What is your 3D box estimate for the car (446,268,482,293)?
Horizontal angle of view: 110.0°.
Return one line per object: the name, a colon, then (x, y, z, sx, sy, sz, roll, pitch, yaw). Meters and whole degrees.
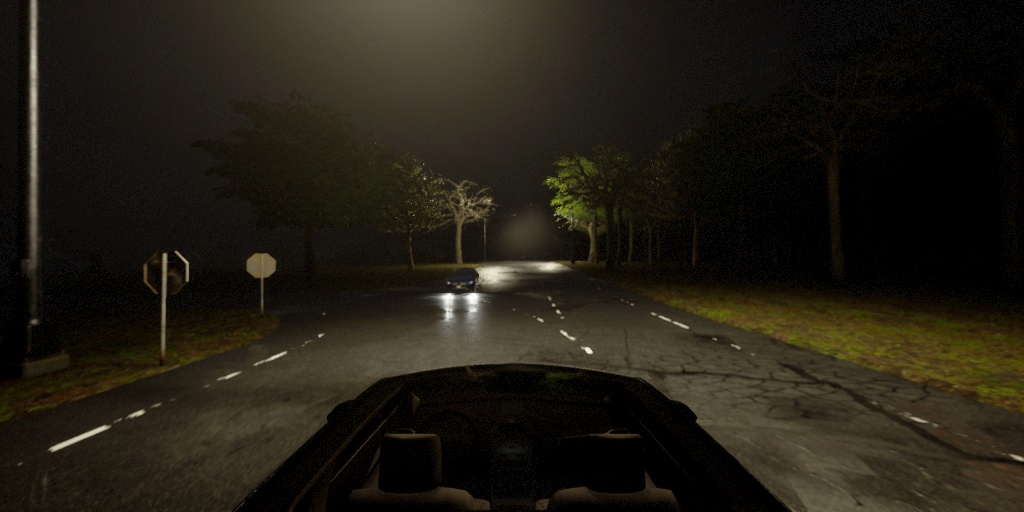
car: (-3.101, 1.530, 23.801, 1.812, 1.442, 4.674, -1, 1, 2)
